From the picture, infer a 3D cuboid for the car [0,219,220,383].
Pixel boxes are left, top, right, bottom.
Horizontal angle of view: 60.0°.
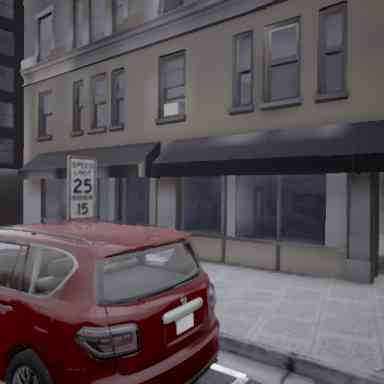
[{"bbox_3d":[-2.007,1.313,4.498,5.009,1.841,2.192,0,1,36],"label":"car"}]
